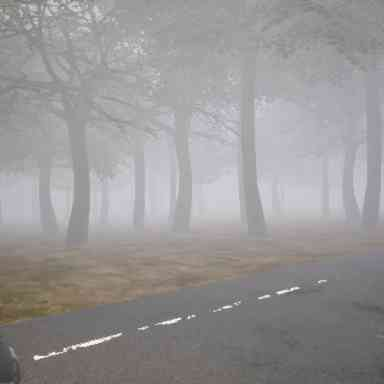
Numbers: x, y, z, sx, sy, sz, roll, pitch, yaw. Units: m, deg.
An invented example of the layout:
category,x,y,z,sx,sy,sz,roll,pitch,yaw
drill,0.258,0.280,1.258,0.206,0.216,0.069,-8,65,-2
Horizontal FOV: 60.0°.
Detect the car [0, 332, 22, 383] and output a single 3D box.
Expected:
category,x,y,z,sx,sy,sz,roll,pitch,yaw
car,-3.177,1.565,1.724,4.181,1.385,1.994,0,0,-35
